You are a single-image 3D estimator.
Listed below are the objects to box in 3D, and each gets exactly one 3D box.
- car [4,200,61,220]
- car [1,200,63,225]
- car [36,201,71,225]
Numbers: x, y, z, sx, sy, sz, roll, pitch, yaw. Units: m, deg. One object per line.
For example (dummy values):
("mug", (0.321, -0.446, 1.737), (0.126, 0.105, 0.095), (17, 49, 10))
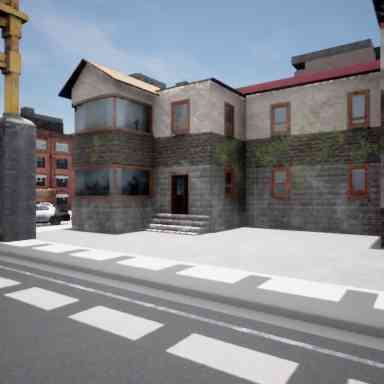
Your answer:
("car", (-12.056, 1.315, 25.537), (1.853, 1.218, 4.536), (0, 0, 5))
("car", (-12.060, 1.473, 25.486), (2.038, 1.542, 4.974), (0, 0, 5))
("car", (-10.684, 1.312, 22.021), (4.536, 1.218, 1.853), (0, 0, -25))
